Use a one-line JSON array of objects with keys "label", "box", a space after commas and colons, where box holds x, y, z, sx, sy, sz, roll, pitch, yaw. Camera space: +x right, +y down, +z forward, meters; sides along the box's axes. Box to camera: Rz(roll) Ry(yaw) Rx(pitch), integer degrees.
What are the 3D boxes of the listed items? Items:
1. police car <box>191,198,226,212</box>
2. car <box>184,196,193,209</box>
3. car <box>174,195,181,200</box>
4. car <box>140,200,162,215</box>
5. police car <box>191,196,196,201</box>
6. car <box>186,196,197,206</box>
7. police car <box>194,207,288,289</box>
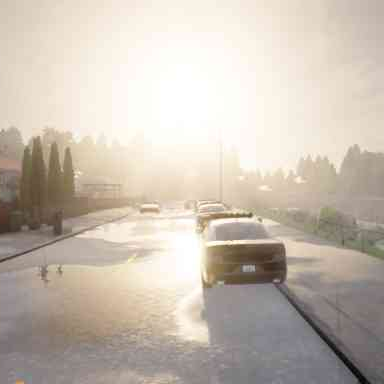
[{"label": "police car", "box": [1.122, 1.375, 19.346, 1.930, 1.638, 5.238, -4, 0, 0]}, {"label": "car", "box": [-0.015, 1.564, 45.227, 1.994, 1.385, 4.181, 0, 0, 0]}, {"label": "car", "box": [-4.106, 1.563, 95.167, 1.994, 1.385, 4.181, 0, 0, 0]}, {"label": "car", "box": [-4.139, 1.547, 34.318, 2.033, 1.411, 5.357, 0, 0, 0]}, {"label": "police car", "box": [1.118, 1.375, 25.338, 1.930, 1.638, 5.238, -4, 0, 0]}, {"label": "car", "box": [-0.063, 1.504, 57.588, 1.837, 1.490, 4.892, 0, 0, 0]}, {"label": "police car", "box": [1.150, 1.401, 9.354, 1.930, 1.638, 5.238, -2, -1, 0]}]
